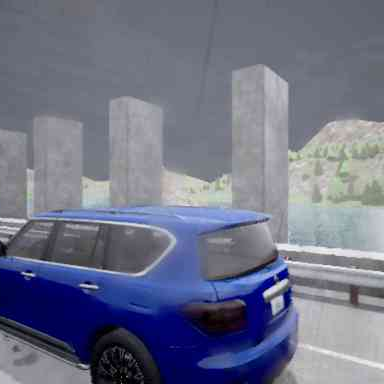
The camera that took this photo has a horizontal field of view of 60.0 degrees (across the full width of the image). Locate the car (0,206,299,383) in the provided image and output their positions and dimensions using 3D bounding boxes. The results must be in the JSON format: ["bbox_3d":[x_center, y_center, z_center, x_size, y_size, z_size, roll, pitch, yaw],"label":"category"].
[{"bbox_3d":[-1.329,1.223,4.885,5.566,2.045,2.150,0,0,35],"label":"car"}]
